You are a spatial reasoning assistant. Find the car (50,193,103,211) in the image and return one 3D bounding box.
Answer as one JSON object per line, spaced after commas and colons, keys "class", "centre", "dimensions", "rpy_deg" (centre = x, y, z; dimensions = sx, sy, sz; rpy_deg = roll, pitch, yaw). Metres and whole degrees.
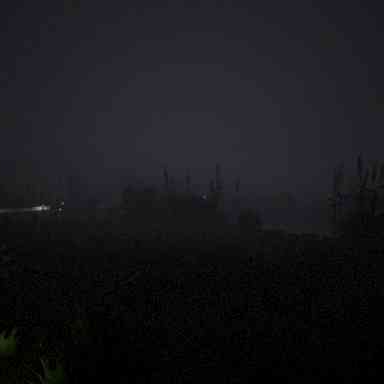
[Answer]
{"class": "car", "centre": [-10.527, 0.961, 30.377], "dimensions": [2.097, 1.767, 4.553], "rpy_deg": [0, 3, 40]}
